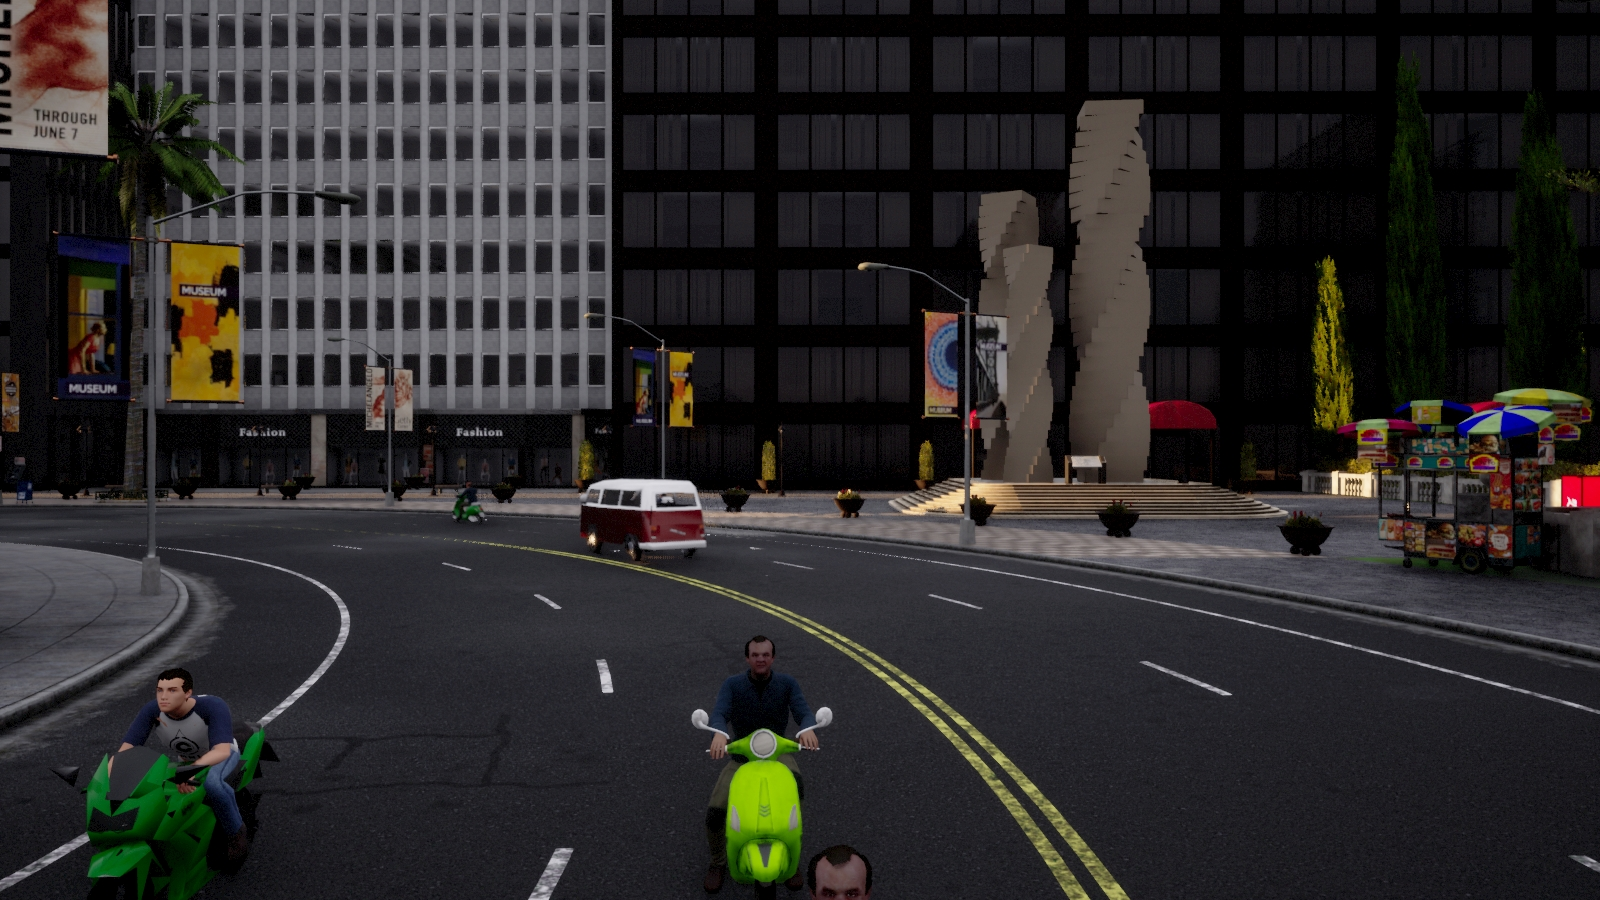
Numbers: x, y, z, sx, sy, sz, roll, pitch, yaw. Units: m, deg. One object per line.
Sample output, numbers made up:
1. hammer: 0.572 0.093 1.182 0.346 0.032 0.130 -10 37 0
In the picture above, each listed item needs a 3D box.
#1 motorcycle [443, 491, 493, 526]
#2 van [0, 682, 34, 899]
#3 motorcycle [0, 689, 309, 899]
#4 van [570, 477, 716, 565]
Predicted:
1. motorcycle: -12.492 2.182 43.004 1.805 1.236 0.856 0 0 36
2. van: -3.531 1.783 1.506 2.069 2.038 4.480 0 0 -1
3. motorcycle: -3.697 2.213 6.785 0.803 1.145 2.033 0 0 -4
4. van: -4.220 1.782 30.150 2.069 2.038 4.480 0 0 -33
